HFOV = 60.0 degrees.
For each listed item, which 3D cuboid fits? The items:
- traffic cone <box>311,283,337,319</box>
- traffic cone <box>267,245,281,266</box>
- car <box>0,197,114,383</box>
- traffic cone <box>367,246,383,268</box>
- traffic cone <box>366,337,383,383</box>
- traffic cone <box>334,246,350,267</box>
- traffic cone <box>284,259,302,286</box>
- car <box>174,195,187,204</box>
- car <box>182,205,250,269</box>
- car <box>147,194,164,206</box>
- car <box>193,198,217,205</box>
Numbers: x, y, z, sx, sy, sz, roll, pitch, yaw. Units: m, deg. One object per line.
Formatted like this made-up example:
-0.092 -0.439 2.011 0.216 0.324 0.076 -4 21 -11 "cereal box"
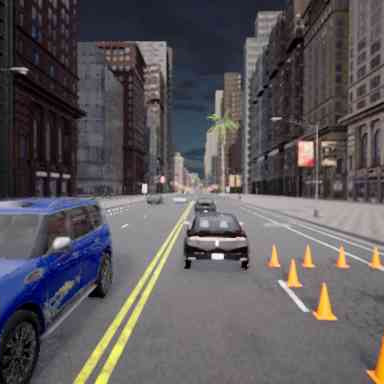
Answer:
2.366 1.923 5.956 0.340 0.580 0.340 0 0 1 "traffic cone"
2.458 1.891 9.955 0.340 0.580 0.340 0 0 1 "traffic cone"
-2.863 1.152 5.377 2.150 2.045 5.566 0 1 1 "car"
5.457 1.915 9.887 0.340 0.580 0.340 0 0 1 "traffic cone"
2.321 1.939 3.957 0.340 0.580 0.340 0 0 1 "traffic cone"
4.457 1.907 9.910 0.340 0.580 0.340 0 0 1 "traffic cone"
2.412 1.907 7.956 0.340 0.580 0.340 0 0 1 "traffic cone"
-1.754 1.175 52.441 1.895 1.301 4.718 0 0 2 "car"
0.714 1.407 10.873 2.128 1.511 4.902 0 0 1 "car"
-5.144 1.066 47.084 1.882 1.535 5.008 0 1 1 "car"
1.129 1.279 29.064 1.837 1.490 4.892 0 0 1 "car"
